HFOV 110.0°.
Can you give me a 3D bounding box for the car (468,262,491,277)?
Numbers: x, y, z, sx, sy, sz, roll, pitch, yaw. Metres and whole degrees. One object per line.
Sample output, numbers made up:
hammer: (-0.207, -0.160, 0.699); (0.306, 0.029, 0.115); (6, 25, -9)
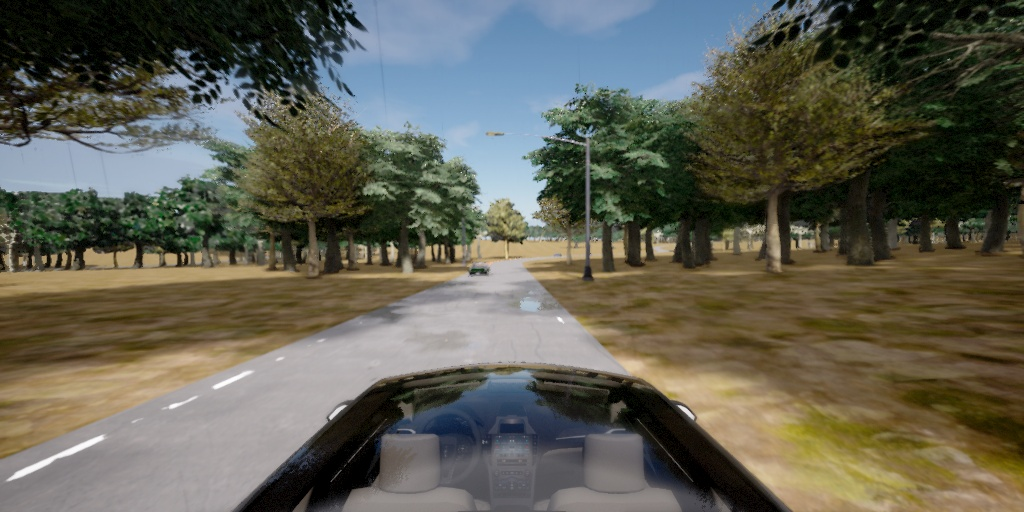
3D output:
car: (-3.105, 1.288, 34.850); (1.895, 1.301, 4.718); (0, 0, 0)
